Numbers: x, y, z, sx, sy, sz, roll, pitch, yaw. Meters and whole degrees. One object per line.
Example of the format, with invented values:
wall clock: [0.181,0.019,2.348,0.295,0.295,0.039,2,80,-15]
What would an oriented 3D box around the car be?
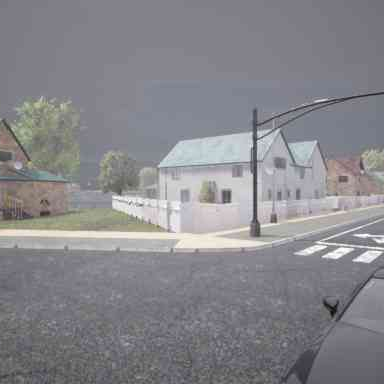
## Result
car: [2.526,1.524,3.407,1.812,1.442,4.674,0,0,42]
